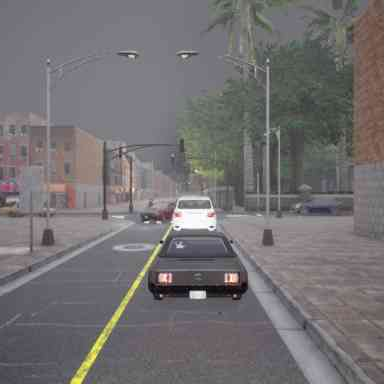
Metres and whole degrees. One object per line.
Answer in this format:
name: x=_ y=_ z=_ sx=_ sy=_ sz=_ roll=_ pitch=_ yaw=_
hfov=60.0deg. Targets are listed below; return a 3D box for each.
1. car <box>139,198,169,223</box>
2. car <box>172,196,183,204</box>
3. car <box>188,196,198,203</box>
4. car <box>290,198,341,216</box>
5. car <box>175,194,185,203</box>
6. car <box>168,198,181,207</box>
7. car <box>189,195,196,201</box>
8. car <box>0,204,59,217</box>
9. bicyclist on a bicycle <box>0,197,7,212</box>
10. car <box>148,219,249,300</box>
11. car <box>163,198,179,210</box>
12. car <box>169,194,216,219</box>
car: x=-2.191 y=1.494 z=25.643 sx=1.882 sy=1.535 sz=5.008 roll=-1 pitch=-1 yaw=24
car: x=-2.724 y=1.539 z=63.836 sx=1.882 sy=1.535 sz=5.008 roll=0 pitch=0 yaw=1
car: x=0.149 y=1.577 z=71.079 sx=2.128 sy=1.511 sz=4.902 roll=0 pitch=0 yaw=0
car: x=11.955 y=1.341 z=32.404 sx=4.553 sy=1.767 sz=2.097 roll=0 pitch=0 yaw=0
car: x=-2.656 y=1.405 z=73.971 sx=2.097 sy=1.767 sz=4.553 roll=0 pitch=0 yaw=0
car: x=-2.773 y=1.651 z=53.723 sx=1.895 sy=1.301 sz=4.718 roll=0 pitch=0 yaw=0
car: x=0.107 y=1.609 z=84.575 sx=1.837 sy=1.490 sz=4.892 roll=0 pitch=0 yaw=0
car: x=-14.403 y=1.573 z=29.666 sx=4.829 sy=1.417 sz=1.752 roll=0 pitch=0 yaw=0
bicyclist on a bicycle: x=-20.098 y=1.373 z=35.313 sx=0.582 sy=1.620 sz=1.656 roll=0 pitch=0 yaw=0
car: x=0.111 y=1.603 z=8.332 sx=1.895 sy=1.301 sz=4.718 roll=0 pitch=0 yaw=0
car: x=-2.790 y=1.564 z=44.547 sx=1.812 sy=1.442 sz=4.674 roll=0 pitch=0 yaw=0
car: x=0.128 y=1.230 z=18.096 sx=2.150 sy=2.045 sz=5.566 roll=0 pitch=0 yaw=0
